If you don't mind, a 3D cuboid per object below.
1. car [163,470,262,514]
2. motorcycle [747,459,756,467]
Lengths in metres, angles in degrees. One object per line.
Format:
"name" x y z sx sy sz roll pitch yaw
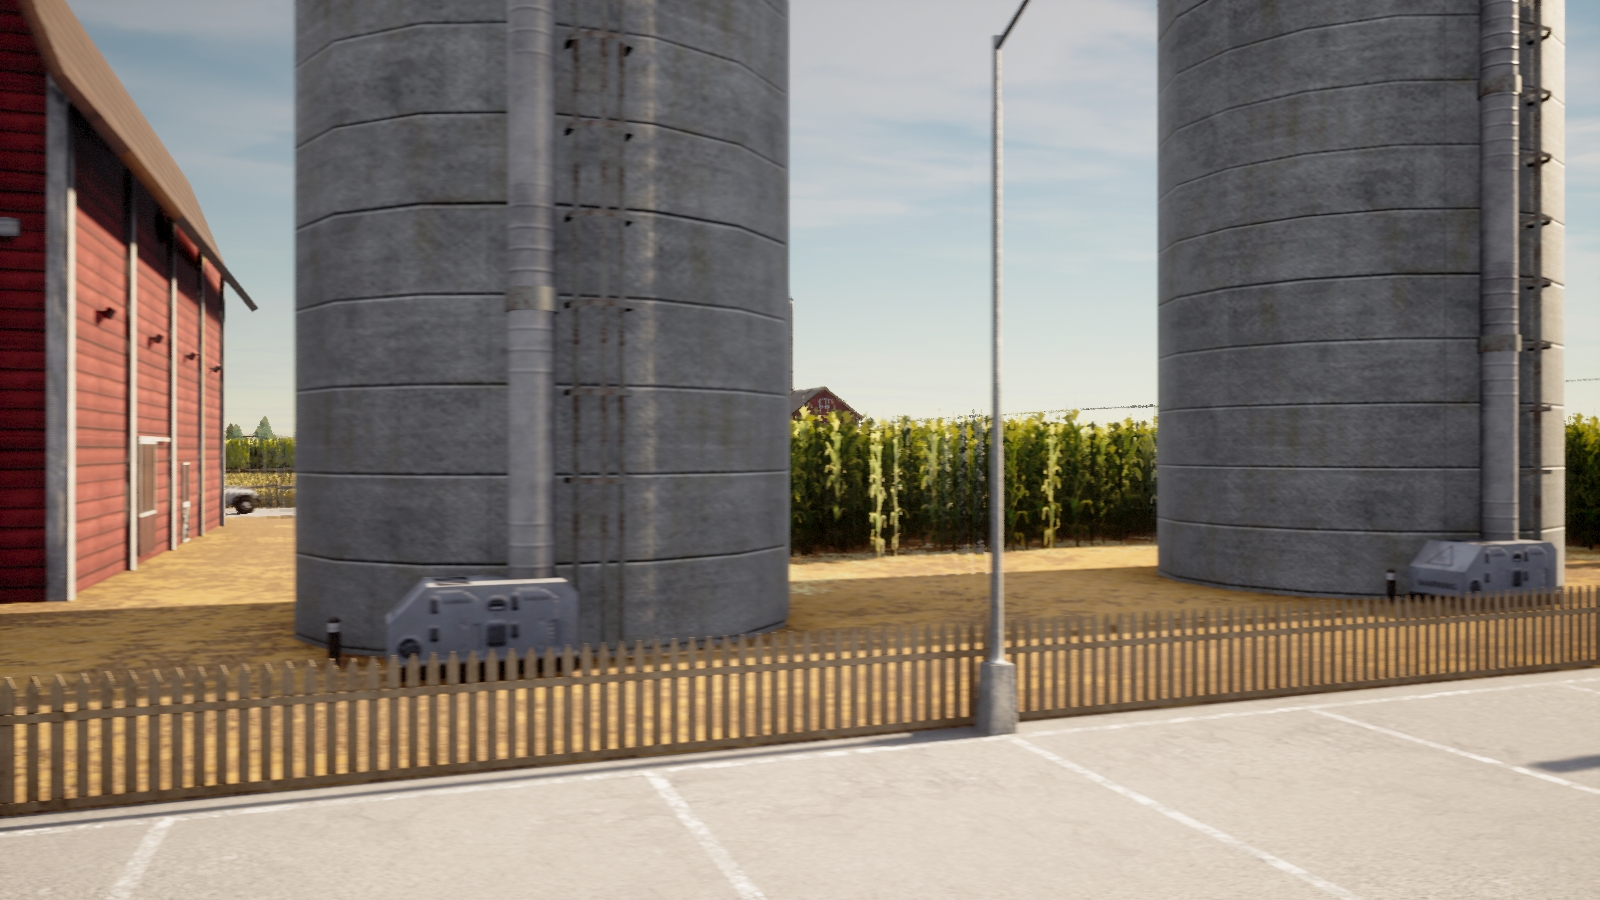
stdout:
"car" -26.564 1.857 51.817 3.866 1.878 1.905 0 0 -23
"motorcycle" -8.283 2.154 194.884 0.764 1.307 2.356 0 0 -21
